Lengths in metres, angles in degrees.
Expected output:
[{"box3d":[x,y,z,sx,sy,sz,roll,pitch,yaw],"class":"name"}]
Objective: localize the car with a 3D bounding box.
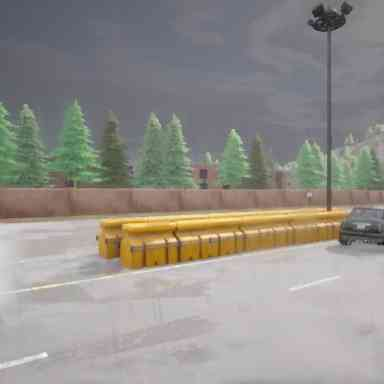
[{"box3d":[8.244,1.363,14.049,4.553,1.767,2.097,0,0,-35],"class":"car"}]
